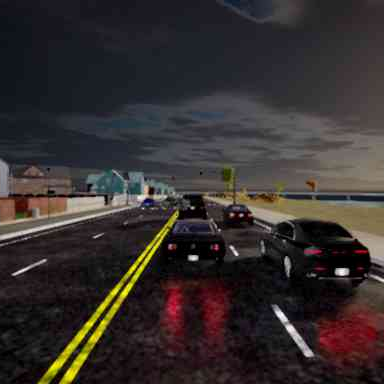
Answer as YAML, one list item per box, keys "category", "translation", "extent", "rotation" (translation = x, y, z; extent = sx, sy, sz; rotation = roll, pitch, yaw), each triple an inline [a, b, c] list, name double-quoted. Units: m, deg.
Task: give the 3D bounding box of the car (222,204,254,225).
- category: "car"
  translation: [3.293, 1.592, 24.566]
  extent: [2.033, 1.411, 5.357]
  rotation: [0, 0, 1]

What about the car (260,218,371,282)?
- category: "car"
  translation: [3.299, 1.521, 9.778]
  extent: [1.837, 1.490, 4.892]
  rotation: [0, 0, 0]

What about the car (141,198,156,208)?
- category: "car"
  translation: [-6.565, 1.636, 50.978]
  extent: [1.812, 1.442, 4.674]
  rotation: [0, 0, 0]

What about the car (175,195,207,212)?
- category: "car"
  translation: [0.064, 1.274, 27.115]
  extent: [2.150, 2.045, 5.566]
  rotation: [0, 0, 0]

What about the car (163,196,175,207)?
- category: "car"
  translation: [-3.310, 1.465, 52.292]
  extent: [2.097, 1.767, 4.553]
  rotation: [0, 0, 0]

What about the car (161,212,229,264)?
- category: "car"
  translation: [0.061, 1.620, 11.826]
  extent: [1.895, 1.301, 4.718]
  rotation: [0, 0, 0]
